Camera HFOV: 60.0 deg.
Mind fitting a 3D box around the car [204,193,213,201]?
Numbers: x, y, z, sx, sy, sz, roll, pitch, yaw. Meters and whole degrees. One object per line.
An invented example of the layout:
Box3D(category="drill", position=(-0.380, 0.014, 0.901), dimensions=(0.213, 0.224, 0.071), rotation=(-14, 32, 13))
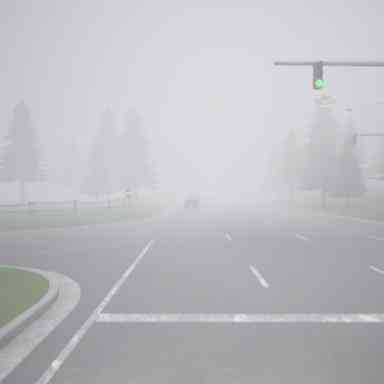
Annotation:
Box3D(category="car", position=(3.459, 1.228, 70.521), dimensions=(1.994, 1.385, 4.181), rotation=(0, 0, 0))

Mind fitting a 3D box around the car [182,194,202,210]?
Box3D(category="car", position=(-0.034, 1.321, 39.481), dimensions=(1.837, 1.490, 4.892), rotation=(0, 0, 0))

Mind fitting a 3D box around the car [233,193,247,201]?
Box3D(category="car", position=(10.459, 1.199, 70.525), dimensions=(1.812, 1.442, 4.674), rotation=(0, 0, 0))

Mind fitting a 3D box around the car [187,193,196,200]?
Box3D(category="car", position=(-0.046, 0.996, 80.521), dimensions=(2.128, 1.511, 4.902), rotation=(0, 0, 0))

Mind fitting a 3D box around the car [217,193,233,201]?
Box3D(category="car", position=(6.959, 1.199, 70.523), dimensions=(1.812, 1.442, 4.674), rotation=(0, 0, 0))

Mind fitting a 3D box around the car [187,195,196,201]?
Box3D(category="car", position=(-0.041, 1.270, 70.549), dimensions=(1.895, 1.301, 4.718), rotation=(0, 0, 0))

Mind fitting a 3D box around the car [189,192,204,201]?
Box3D(category="car", position=(0.383, 0.978, 54.357), dimensions=(2.150, 2.045, 5.566), rotation=(0, 0, 0))

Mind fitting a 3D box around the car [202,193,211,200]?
Box3D(category="car", position=(3.454, 0.996, 80.523), dimensions=(2.128, 1.511, 4.902), rotation=(0, 0, 0))
